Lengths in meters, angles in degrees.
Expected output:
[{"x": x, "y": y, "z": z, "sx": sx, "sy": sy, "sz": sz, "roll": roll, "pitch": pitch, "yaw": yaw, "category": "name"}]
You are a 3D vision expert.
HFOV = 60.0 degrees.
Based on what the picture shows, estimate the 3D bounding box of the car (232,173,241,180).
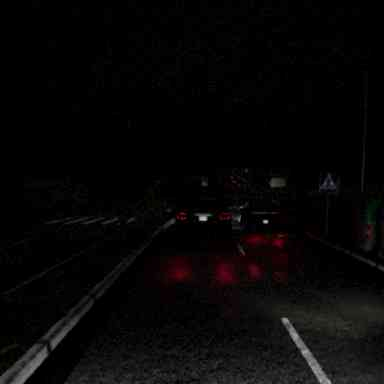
[{"x": 11.542, "y": -3.931, "z": 86.351, "sx": 2.128, "sy": 1.511, "sz": 4.902, "roll": 1, "pitch": 6, "yaw": 7, "category": "car"}]

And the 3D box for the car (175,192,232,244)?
[{"x": 0.541, "y": 1.007, "z": 14.632, "sx": 2.150, "sy": 2.045, "sz": 5.566, "roll": 0, "pitch": 1, "yaw": 3, "category": "car"}]

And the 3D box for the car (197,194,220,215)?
[{"x": 1.529, "y": 1.010, "z": 29.477, "sx": 1.837, "sy": 1.490, "sz": 4.892, "roll": 0, "pitch": 2, "yaw": 5, "category": "car"}]

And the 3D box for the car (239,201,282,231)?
[{"x": 3.774, "y": 1.229, "z": 18.802, "sx": 2.128, "sy": 1.511, "sz": 4.902, "roll": 0, "pitch": 0, "yaw": 3, "category": "car"}]

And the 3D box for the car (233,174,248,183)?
[{"x": 11.017, "y": -2.807, "z": 75.756, "sx": 1.812, "sy": 1.442, "sz": 4.674, "roll": 0, "pitch": 6, "yaw": 0, "category": "car"}]

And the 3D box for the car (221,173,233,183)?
[{"x": 7.997, "y": -2.940, "z": 76.871, "sx": 1.837, "sy": 1.490, "sz": 4.892, "roll": 0, "pitch": 6, "yaw": 0, "category": "car"}]
